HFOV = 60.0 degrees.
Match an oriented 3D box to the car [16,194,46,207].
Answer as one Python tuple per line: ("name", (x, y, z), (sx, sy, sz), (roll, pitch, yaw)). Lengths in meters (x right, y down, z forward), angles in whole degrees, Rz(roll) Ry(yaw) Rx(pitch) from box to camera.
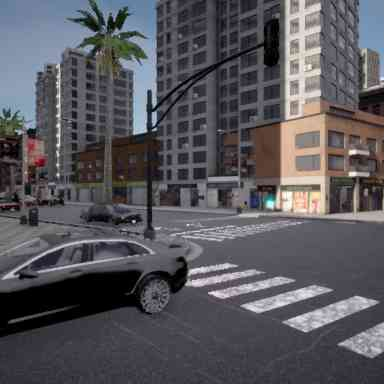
("car", (-23.198, 1.362, 47.806), (4.674, 1.442, 1.812), (0, 0, 45))

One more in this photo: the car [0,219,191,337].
("car", (-2.315, 1.491, 5.939), (4.902, 1.511, 2.128), (0, 0, -37))

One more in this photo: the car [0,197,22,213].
("car", (-20.098, 1.495, 35.750), (4.718, 1.301, 1.895), (0, 0, 43))

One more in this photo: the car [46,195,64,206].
("car", (-21.207, 1.184, 50.404), (4.553, 1.767, 2.097), (0, 0, 45))

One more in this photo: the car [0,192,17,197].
("car", (-30.291, 0.992, 54.724), (2.150, 2.045, 5.566), (0, 0, -44))

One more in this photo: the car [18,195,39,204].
("car", (-28.251, 1.271, 57.287), (1.837, 1.490, 4.892), (0, 0, -44))

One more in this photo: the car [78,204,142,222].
("car", (-5.776, 1.518, 23.185), (5.357, 1.411, 2.033), (0, 0, 40))
